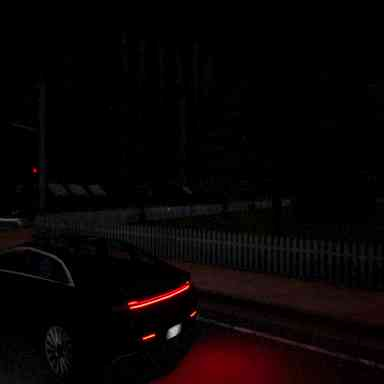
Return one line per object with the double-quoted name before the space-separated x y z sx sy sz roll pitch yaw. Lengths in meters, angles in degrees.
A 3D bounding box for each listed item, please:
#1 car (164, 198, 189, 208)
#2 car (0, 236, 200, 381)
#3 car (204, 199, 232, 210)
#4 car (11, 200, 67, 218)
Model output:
"car" -2.178 1.563 47.121 1.994 1.385 4.181 0 0 34
"car" -2.185 1.491 5.497 4.902 1.511 2.128 0 0 36
"car" 3.515 1.547 42.710 2.033 1.411 5.357 0 0 34
"car" -13.711 1.504 30.033 1.837 1.490 4.892 0 0 34
